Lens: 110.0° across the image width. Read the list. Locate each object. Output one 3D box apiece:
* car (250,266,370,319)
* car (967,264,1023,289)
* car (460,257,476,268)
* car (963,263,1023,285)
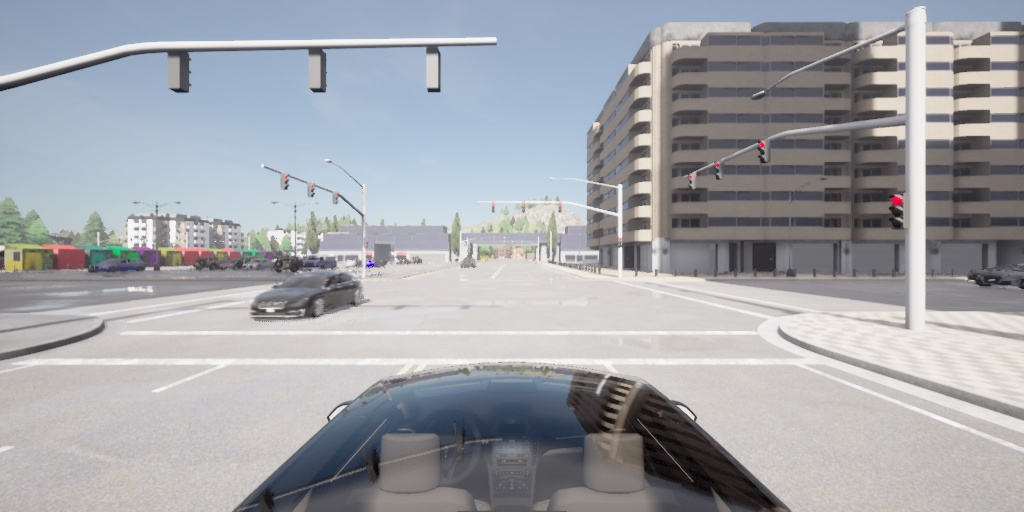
[{"bbox_3d":[-6.998,1.309,12.812,1.837,1.490,4.892,0,1,0],"label":"car"},{"bbox_3d":[30.488,1.248,21.276,4.181,1.385,1.994,0,0,1],"label":"car"},{"bbox_3d":[-6.993,1.034,57.575,2.097,1.767,4.553,0,0,0],"label":"car"},{"bbox_3d":[35.080,1.230,24.734,5.357,1.411,2.033,0,0,1],"label":"car"}]
